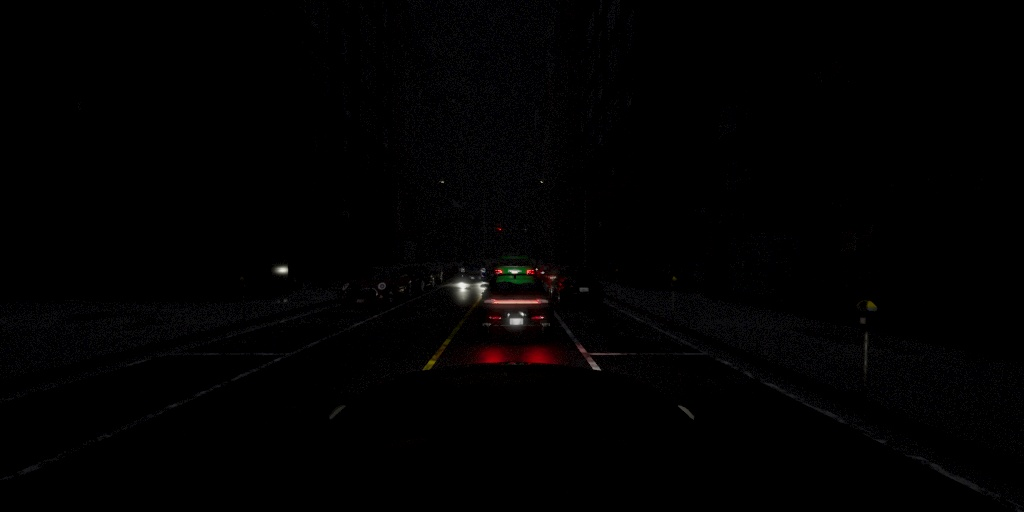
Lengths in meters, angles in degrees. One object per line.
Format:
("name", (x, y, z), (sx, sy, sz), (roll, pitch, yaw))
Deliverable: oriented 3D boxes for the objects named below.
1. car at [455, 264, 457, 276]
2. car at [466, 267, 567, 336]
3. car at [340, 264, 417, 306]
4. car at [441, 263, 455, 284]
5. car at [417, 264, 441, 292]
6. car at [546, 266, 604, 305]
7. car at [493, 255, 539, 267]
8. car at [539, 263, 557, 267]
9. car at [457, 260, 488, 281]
("car", (-5.789, 1.294, 32.166), (1.888, 1.381, 4.507), (0, 0, 0))
("car", (0.093, 1.240, 10.387), (2.128, 1.511, 4.902), (0, 0, 0))
("car", (-5.776, 1.188, 15.650), (1.967, 1.591, 4.097), (0, 0, 0))
("car", (-5.784, 1.299, 26.660), (2.007, 1.370, 4.403), (0, 0, 0))
("car", (-5.780, 1.314, 21.155), (1.948, 1.339, 4.313), (0, 0, 0))
("car", (2.750, 1.314, 15.657), (1.948, 1.339, 4.313), (0, 0, 0))
("car", (0.086, 0.970, 20.307), (2.150, 2.045, 5.566), (0, 0, -1))
("car", (2.746, 1.293, 21.161), (1.888, 1.381, 4.507), (0, 0, 0))
("car", (-3.023, 1.102, 29.816), (2.097, 1.767, 4.553), (0, 0, 0))
